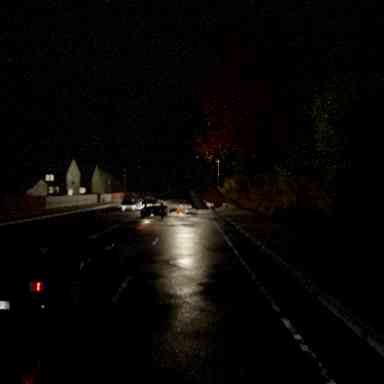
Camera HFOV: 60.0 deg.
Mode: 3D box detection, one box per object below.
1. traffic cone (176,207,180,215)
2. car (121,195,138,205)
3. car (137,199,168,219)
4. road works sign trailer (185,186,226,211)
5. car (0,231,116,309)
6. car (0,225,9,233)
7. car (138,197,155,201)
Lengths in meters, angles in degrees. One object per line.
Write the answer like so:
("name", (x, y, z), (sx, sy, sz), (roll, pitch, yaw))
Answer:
("traffic cone", (-1.385, 1.870, 32.013), (0.340, 0.580, 0.340), (0, 0, 0))
("car", (-9.819, 1.198, 52.959), (2.097, 1.767, 4.553), (0, 0, 0))
("car", (-3.154, 1.525, 28.527), (1.895, 1.301, 4.718), (0, 0, 0))
("road works sign trailer", (0.876, 0.920, 33.008), (2.880, 2.380, 3.560), (-42, -28, 30))
("car", (-3.150, 1.583, 7.734), (1.895, 1.301, 4.718), (0, 0, 0))
("car", (-6.601, 1.578, 9.316), (1.895, 1.301, 4.718), (0, 0, 0))
("car", (-6.586, 1.455, 50.912), (1.895, 1.301, 4.718), (0, 0, 0))
